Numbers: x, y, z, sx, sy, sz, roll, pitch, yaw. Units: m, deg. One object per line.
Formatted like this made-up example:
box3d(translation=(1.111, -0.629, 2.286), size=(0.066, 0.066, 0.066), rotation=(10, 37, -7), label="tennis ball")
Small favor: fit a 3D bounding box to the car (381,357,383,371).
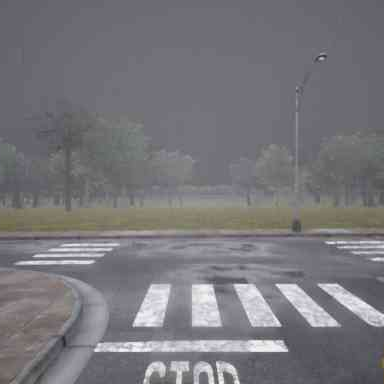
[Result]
box3d(translation=(2.634, 1.525, 1.190), size=(1.752, 1.417, 4.829), rotation=(0, 0, 0), label="car")
